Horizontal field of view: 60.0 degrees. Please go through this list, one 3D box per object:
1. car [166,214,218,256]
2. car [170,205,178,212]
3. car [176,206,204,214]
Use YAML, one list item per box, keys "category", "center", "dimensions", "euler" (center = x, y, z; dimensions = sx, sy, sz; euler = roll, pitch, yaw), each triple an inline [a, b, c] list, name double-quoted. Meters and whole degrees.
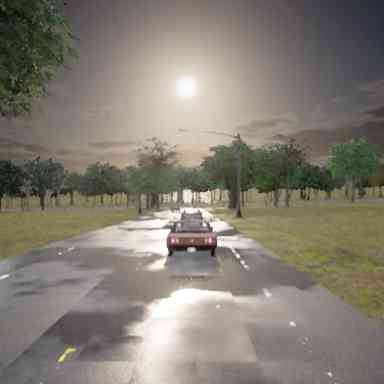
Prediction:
- category: "car"
  center: [-0.009, 1.822, 14.100]
  dimensions: [1.895, 1.301, 4.718]
  euler: [0, -1, 0]
- category: "car"
  center: [-3.556, 3.538, 71.829]
  dimensions: [1.994, 1.385, 4.181]
  euler: [0, -2, 0]
- category: "car"
  center: [-0.018, 2.148, 29.331]
  dimensions: [2.128, 1.511, 4.902]
  euler: [0, -2, 0]
